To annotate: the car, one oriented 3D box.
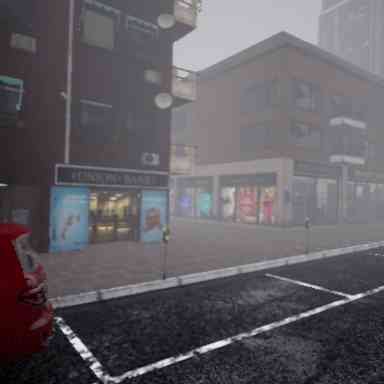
[{"bbox_3d":[-4.004,1.312,3.207,5.009,1.841,2.192,0,2,-35],"label":"car"}]
